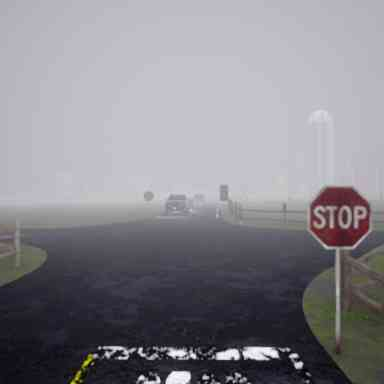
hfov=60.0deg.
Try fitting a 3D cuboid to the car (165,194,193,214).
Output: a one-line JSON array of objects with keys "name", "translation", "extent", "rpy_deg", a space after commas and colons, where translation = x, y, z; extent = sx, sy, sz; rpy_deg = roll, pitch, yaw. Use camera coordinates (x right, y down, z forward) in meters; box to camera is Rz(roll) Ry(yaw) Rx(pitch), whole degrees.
[{"name": "car", "translation": [-1.509, 1.251, 35.507], "extent": [2.150, 2.045, 5.566], "rpy_deg": [0, 0, 4]}]

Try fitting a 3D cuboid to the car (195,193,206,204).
[{"name": "car", "translation": [1.453, 1.260, 64.349], "extent": [2.150, 2.045, 5.566], "rpy_deg": [0, 0, 8]}]

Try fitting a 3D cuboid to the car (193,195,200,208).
[{"name": "car", "translation": [-0.500, 1.526, 47.373], "extent": [2.128, 1.511, 4.902], "rpy_deg": [0, 0, 6]}]
